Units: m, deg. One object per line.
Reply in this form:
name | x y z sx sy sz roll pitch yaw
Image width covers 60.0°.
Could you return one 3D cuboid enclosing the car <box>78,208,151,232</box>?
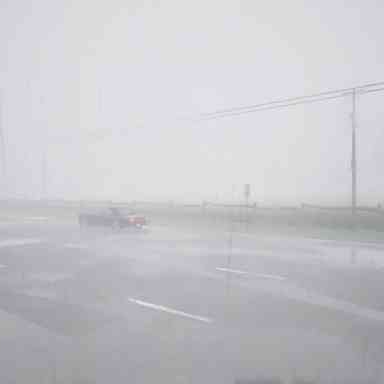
car | -4.858 1.602 20.325 4.718 1.301 1.895 0 0 35
